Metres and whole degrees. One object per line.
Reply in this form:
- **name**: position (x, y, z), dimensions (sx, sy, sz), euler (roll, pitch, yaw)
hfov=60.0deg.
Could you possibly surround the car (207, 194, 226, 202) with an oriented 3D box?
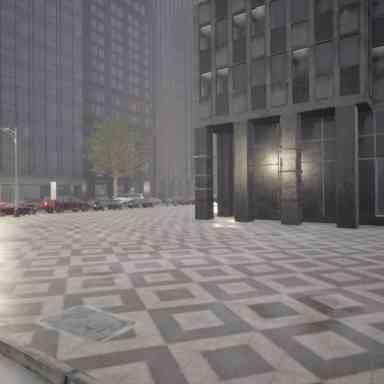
- **car**: position (5.628, 1.295, 76.554), dimensions (2.192, 1.841, 5.009), euler (-1, 0, 35)

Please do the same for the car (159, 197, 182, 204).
- **car**: position (-3.982, 1.573, 62.631), dimensions (1.947, 1.339, 4.313), euler (-1, 0, 35)

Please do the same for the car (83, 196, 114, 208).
- **car**: position (-13.597, 1.484, 48.708), dimensions (1.967, 1.590, 4.097), euler (-1, 0, 35)

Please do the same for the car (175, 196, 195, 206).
- **car**: position (-0.176, 1.461, 53.141), dimensions (1.887, 1.381, 4.507), euler (-1, 0, 35)

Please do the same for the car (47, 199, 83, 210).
- **car**: position (-16.799, 1.641, 44.067), dimensions (1.802, 1.307, 4.206), euler (-1, 0, 35)

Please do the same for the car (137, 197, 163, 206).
- **car**: position (-7.284, 1.544, 57.849), dimensions (1.752, 1.417, 4.829), euler (-1, 0, 35)

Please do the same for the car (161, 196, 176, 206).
- **car**: position (-2.442, 1.440, 54.465), dimensions (2.128, 1.511, 4.902), euler (-1, 0, 35)

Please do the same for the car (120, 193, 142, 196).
- **car**: position (-9.601, 1.226, 49.629), dimensions (2.150, 2.045, 5.566), euler (-1, 0, 35)

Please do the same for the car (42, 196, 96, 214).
- **car**: position (-12.992, 1.290, 34.582), dimensions (2.192, 1.841, 5.009), euler (-1, 0, 35)

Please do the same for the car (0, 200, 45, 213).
- **car**: position (-20.003, 1.642, 39.427), dimensions (1.947, 1.339, 4.313), euler (-1, 0, 35)

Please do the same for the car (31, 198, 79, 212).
- **car**: position (-16.330, 1.514, 39.900), dimensions (1.882, 1.535, 5.008), euler (-1, 0, 35)

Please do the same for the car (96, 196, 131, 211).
- **car**: position (-9.786, 1.524, 39.221), dimensions (1.947, 1.339, 4.313), euler (-1, 0, 35)

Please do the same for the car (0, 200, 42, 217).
- **car**: position (-16.194, 1.576, 29.940), dimensions (1.802, 1.307, 4.206), euler (-1, 0, 35)

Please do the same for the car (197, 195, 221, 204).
- **car**: position (3.238, 1.422, 62.781), dimensions (2.128, 1.511, 4.902), euler (-1, 0, 35)

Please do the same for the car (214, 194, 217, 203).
- **car**: position (3.026, 1.221, 57.782), dimensions (2.192, 1.841, 5.009), euler (-1, 0, 35)

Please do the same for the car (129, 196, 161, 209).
- **car**: position (-6.583, 1.508, 43.860), dimensions (1.947, 1.339, 4.313), euler (-1, 0, 35)
